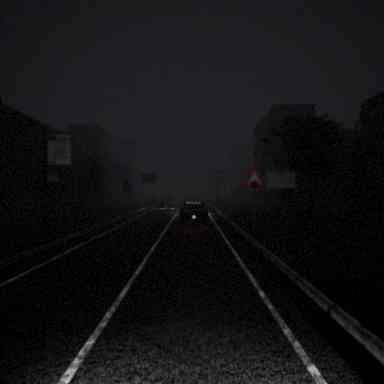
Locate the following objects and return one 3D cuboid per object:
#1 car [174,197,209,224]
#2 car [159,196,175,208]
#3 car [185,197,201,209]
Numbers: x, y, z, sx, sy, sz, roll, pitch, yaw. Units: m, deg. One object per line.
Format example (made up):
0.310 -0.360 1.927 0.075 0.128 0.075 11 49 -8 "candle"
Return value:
0.117 1.303 22.990 2.128 1.511 4.902 -1 1 0 "car"
-3.043 1.241 42.109 2.033 1.411 5.357 0 0 0 "car"
0.155 1.295 41.134 1.895 1.301 4.718 0 0 0 "car"
